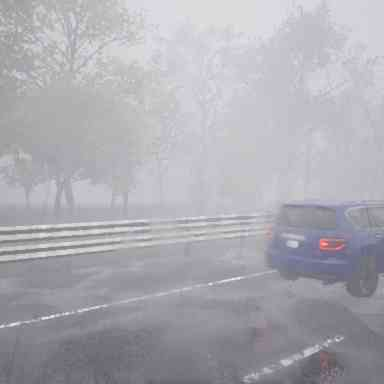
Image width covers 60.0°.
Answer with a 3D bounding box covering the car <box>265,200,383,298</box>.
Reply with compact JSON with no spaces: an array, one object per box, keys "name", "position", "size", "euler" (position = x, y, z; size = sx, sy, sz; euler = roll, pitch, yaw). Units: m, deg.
[{"name":"car","position":[4.375,1.224,8.770],"size":[5.566,2.045,2.150],"euler":[0,0,-35]}]
